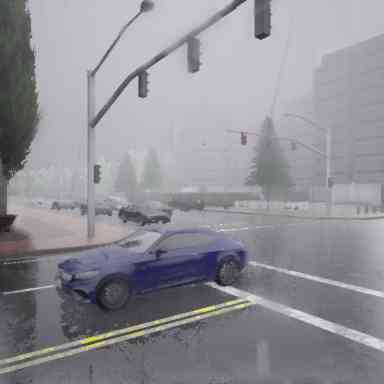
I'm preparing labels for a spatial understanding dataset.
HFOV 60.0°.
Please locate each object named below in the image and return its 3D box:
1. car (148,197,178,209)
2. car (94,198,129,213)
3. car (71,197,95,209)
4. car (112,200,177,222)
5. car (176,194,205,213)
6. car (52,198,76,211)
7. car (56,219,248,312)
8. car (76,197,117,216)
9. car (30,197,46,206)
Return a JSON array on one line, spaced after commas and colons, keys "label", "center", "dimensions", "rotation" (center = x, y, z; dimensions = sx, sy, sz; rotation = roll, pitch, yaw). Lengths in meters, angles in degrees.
[{"label": "car", "center": [-3.615, 1.478, 29.801], "dimensions": [1.882, 1.535, 5.008], "rotation": [0, 0, -36]}, {"label": "car", "center": [-9.197, 1.491, 37.592], "dimensions": [2.128, 1.511, 4.902], "rotation": [0, 0, -36]}, {"label": "car", "center": [-15.062, 1.505, 45.795], "dimensions": [1.837, 1.490, 4.892], "rotation": [0, 0, -35]}, {"label": "car", "center": [-3.532, 1.547, 23.633], "dimensions": [2.033, 1.411, 5.357], "rotation": [0, 0, -34]}, {"label": "car", "center": [-0.805, 1.221, 38.123], "dimensions": [2.150, 2.045, 5.566], "rotation": [0, 0, -35]}, {"label": "car", "center": [-15.929, 1.525, 40.990], "dimensions": [1.812, 1.442, 4.674], "rotation": [0, 0, -36]}, {"label": "car", "center": [-0.695, 1.526, 7.837], "dimensions": [4.674, 1.442, 1.812], "rotation": [0, 0, -36]}, {"label": "car", "center": [-9.099, 1.505, 31.440], "dimensions": [1.837, 1.490, 4.892], "rotation": [0, 0, -36]}, {"label": "car", "center": [-24.981, 1.563, 53.772], "dimensions": [1.812, 1.442, 4.674], "rotation": [0, 0, -36]}]
